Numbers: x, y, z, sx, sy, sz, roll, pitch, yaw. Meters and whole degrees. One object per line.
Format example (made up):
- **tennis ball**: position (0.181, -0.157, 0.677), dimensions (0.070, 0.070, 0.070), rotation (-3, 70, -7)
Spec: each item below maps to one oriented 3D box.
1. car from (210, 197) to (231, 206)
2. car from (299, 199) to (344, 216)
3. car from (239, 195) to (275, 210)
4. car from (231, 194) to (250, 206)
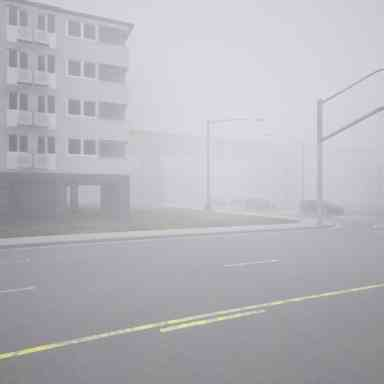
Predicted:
- **car**: position (4.009, 1.506, 53.348), dimensions (1.837, 1.490, 4.892), rotation (0, 0, -18)
- **car**: position (12.926, 1.505, 33.439), dimensions (1.837, 1.490, 4.892), rotation (0, 0, -25)
- **car**: position (8.626, 1.491, 42.631), dimensions (2.128, 1.511, 4.902), rotation (0, 0, -25)
- **car**: position (7.569, 1.547, 54.134), dimensions (2.033, 1.411, 5.357), rotation (0, 0, -21)
